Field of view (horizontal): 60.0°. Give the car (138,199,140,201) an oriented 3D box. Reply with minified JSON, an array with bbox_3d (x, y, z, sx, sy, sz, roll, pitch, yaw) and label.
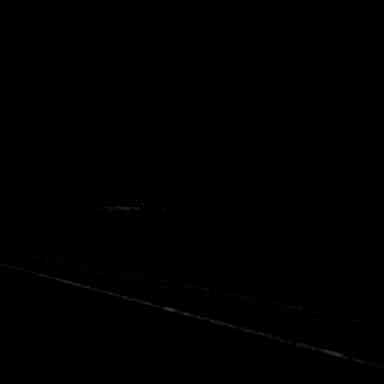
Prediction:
[{"bbox_3d":[-6.236,1.239,47.920,2.097,1.767,4.553,0,0,32],"label":"car"}]
